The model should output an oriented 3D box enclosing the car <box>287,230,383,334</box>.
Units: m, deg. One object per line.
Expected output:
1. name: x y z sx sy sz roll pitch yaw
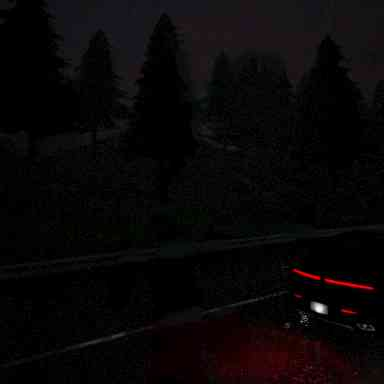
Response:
1. car: 3.914 1.490 6.372 4.892 1.490 1.837 0 0 -34
